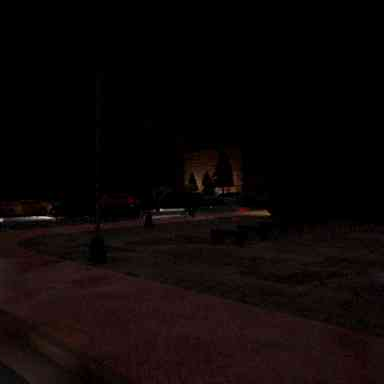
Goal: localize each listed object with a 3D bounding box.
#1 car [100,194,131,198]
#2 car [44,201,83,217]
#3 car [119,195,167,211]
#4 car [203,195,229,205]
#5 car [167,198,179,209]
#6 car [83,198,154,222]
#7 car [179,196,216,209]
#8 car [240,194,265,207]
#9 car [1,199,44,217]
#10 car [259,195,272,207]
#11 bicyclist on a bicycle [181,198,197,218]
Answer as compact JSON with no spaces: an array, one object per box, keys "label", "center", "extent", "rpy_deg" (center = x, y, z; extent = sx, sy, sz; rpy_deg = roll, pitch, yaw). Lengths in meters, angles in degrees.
[{"label":"car","center":[-9.474,1.220,39.022],"extent":[2.150,2.045,5.566],"rpy_deg":[0,0,41]},{"label":"car","center":[-11.223,1.562,31.508],"extent":[1.994,1.385,4.181],"rpy_deg":[0,0,40]},{"label":"car","center":[-5.564,1.476,38.232],"extent":[1.882,1.535,5.008],"rpy_deg":[0,0,40]},{"label":"car","center":[3.642,1.563,54.530],"extent":[1.994,1.385,4.181],"rpy_deg":[0,0,41]},{"label":"car","center":[-2.870,1.546,46.863],"extent":[2.033,1.411,5.357],"rpy_deg":[0,0,40]},{"label":"car","center":[-5.795,1.490,26.772],"extent":[2.128,1.511,4.902],"rpy_deg":[0,0,40]},{"label":"car","center":[0.836,1.600,45.816],"extent":[1.895,1.301,4.718],"rpy_deg":[0,0,40]},{"label":"car","center":[9.084,1.504,49.985],"extent":[1.837,1.490,4.892],"rpy_deg":[0,0,41]},{"label":"car","center":[-15.875,1.476,31.427],"extent":[1.882,1.535,5.008],"rpy_deg":[0,0,40]},{"label":"car","center":[12.395,1.546,48.395],"extent":[2.033,1.411,5.357],"rpy_deg":[0,0,40]},{"label":"bicyclist on a bicycle","center":[-0.259,1.300,26.703],"extent":[1.656,1.620,0.582],"rpy_deg":[0,0,40]}]
